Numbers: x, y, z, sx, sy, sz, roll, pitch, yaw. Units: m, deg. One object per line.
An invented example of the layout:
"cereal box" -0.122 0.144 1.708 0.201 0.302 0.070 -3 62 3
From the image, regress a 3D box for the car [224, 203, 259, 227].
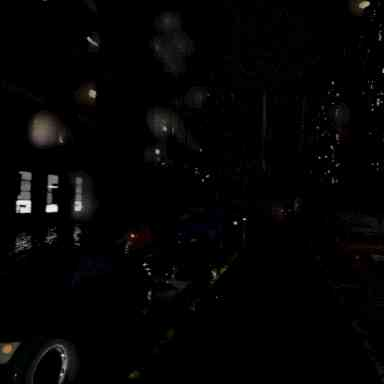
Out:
"car" 3.764 1.821 26.007 2.033 1.411 5.357 1 0 16

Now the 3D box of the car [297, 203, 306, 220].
"car" 11.482 2.051 32.113 1.802 1.307 4.206 2 0 16

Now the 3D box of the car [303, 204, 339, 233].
"car" 8.510 1.772 21.440 1.967 1.590 4.097 2 0 16

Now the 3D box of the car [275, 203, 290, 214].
"car" 12.561 2.190 45.960 1.895 1.301 4.718 1 0 16

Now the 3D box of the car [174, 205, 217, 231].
"car" 0.376 1.714 23.479 1.752 1.417 4.829 2 0 16

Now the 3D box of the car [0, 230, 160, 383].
"car" -2.112 1.563 5.020 1.994 1.385 4.181 1 0 15

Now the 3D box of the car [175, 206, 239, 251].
"car" 0.739 1.610 15.187 1.882 1.535 5.008 1 0 16

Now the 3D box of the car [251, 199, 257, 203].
"car" 9.354 2.141 55.662 1.887 1.381 4.507 2 0 16

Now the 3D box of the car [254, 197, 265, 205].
"car" 16.805 2.242 82.344 2.192 1.841 5.009 2 0 16

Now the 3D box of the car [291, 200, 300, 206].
"car" 24.882 2.612 80.142 1.887 1.381 4.507 2 0 16

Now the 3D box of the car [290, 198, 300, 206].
"car" 26.379 2.447 85.478 2.192 1.841 5.009 2 0 16

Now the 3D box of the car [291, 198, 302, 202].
"car" 17.442 2.177 53.459 1.967 1.590 4.097 2 0 16

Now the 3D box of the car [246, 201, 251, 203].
"car" 6.380 1.903 44.989 1.967 1.590 4.097 2 0 16

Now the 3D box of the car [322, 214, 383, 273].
"car" 5.575 1.720 10.931 1.752 1.417 4.829 2 0 16

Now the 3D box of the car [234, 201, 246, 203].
"car" 4.888 1.940 39.652 1.887 1.381 4.507 2 0 16

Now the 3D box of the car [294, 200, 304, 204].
"car" 14.460 2.169 42.785 1.947 1.339 4.313 2 0 16

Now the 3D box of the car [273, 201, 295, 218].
"car" 9.903 2.032 36.278 1.994 1.385 4.181 1 0 16

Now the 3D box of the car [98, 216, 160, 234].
"car" -2.557 1.634 12.969 1.802 1.307 4.206 2 0 16

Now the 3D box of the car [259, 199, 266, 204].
"car" 19.729 2.580 92.853 1.752 1.417 4.829 2 0 16

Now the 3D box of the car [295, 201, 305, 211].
"car" 12.971 2.102 37.449 1.947 1.339 4.313 2 0 16

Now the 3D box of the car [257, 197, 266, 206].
"car" 15.308 2.412 77.008 2.008 1.369 4.403 2 0 16
